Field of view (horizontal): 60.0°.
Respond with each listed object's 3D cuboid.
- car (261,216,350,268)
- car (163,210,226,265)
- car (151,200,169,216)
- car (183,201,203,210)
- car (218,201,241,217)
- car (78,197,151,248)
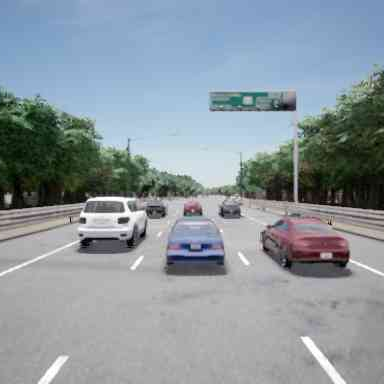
[{"bbox_3d":[3.599,1.549,11.212,1.812,1.442,4.674,0,0,0],"label":"car"},{"bbox_3d":[0.100,1.572,11.777,2.033,1.411,5.357,0,0,0],"label":"car"},{"bbox_3d":[-3.402,1.591,32.583,1.837,1.490,4.892,0,0,0],"label":"car"},{"bbox_3d":[0.097,1.616,33.635,1.812,1.442,4.674,0,0,0],"label":"car"},{"bbox_3d":[3.598,1.577,32.475,2.128,1.511,4.902,0,0,0],"label":"car"},{"bbox_3d":[-3.400,1.253,15.193,2.150,2.045,5.566,0,0,0],"label":"car"}]
